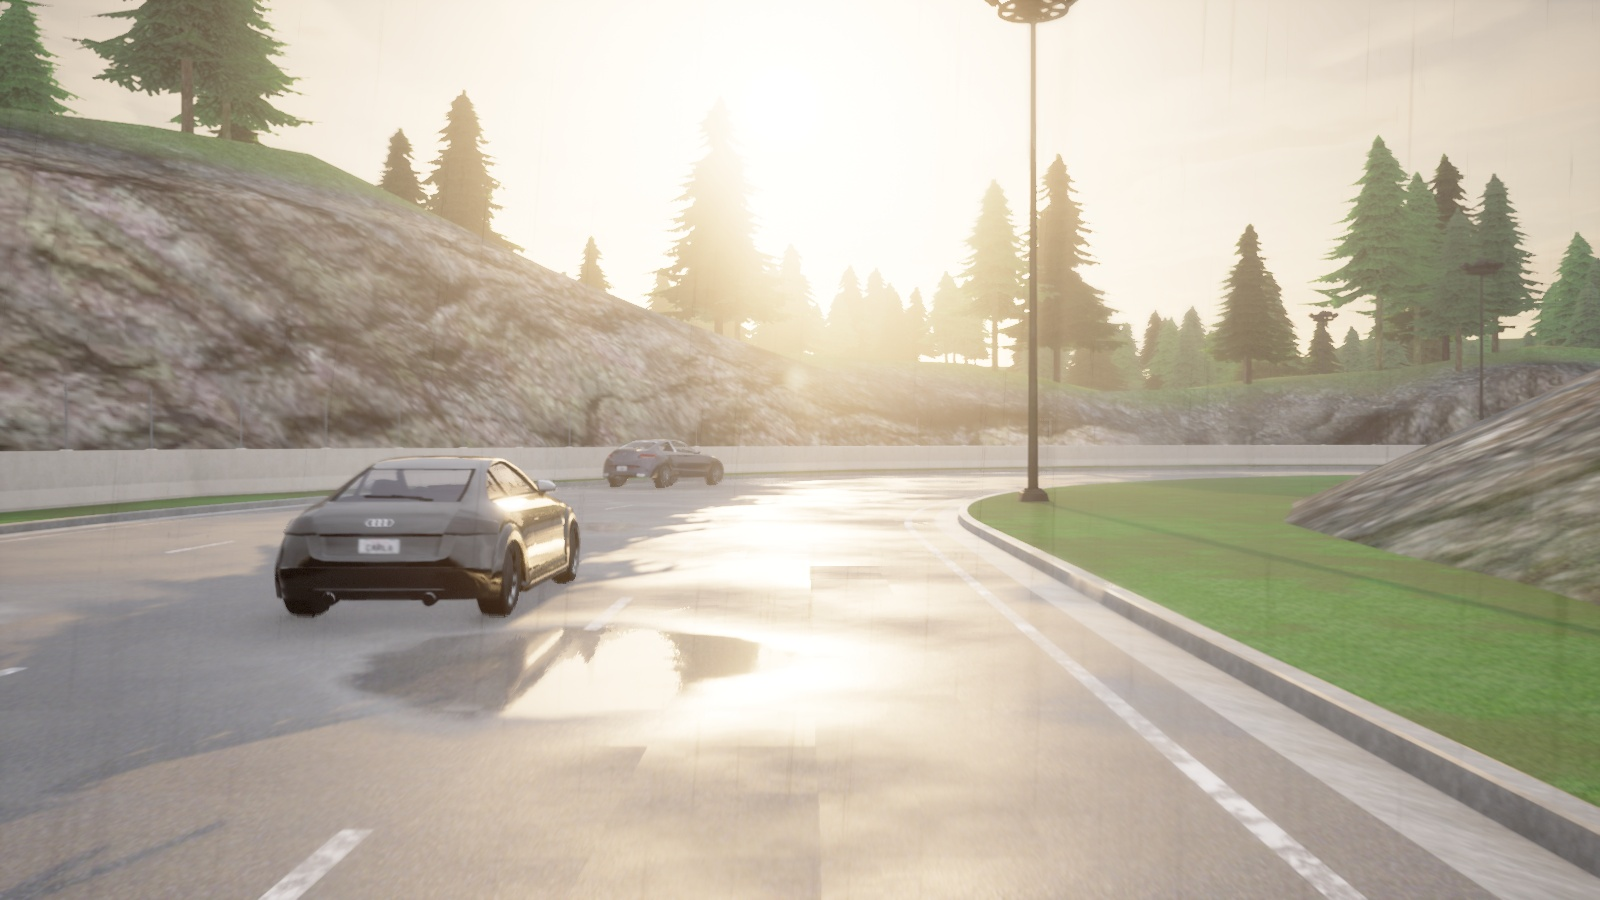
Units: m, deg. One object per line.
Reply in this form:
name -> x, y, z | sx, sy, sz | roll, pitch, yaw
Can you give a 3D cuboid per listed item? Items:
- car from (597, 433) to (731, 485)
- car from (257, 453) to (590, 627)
car -> -4.587, 0.278, 43.226 | 2.152, 1.651, 5.027 | 0, 0, 27
car -> -3.415, 0.738, 12.314 | 1.994, 1.385, 4.181 | 0, 0, 0
